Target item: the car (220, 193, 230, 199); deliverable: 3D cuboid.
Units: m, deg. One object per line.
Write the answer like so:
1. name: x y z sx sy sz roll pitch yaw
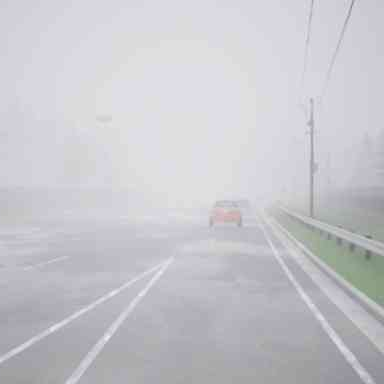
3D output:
1. car: 9.348 1.076 93.139 1.882 1.535 5.008 0 0 15

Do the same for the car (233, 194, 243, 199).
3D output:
1. car: 12.720 1.153 92.204 2.033 1.411 5.357 0 0 15

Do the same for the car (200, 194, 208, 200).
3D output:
1. car: 3.293 1.312 84.402 1.994 1.385 4.181 0 0 15

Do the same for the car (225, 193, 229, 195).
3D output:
1. car: 10.048 1.344 82.564 1.994 1.385 4.181 0 0 15

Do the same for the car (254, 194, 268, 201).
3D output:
1. car: 16.794 1.346 80.695 1.812 1.442 4.674 0 0 15

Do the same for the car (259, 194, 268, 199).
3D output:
1. car: 19.466 1.197 90.335 1.994 1.385 4.181 0 0 15

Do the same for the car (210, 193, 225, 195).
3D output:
1. car: 6.564 1.276 83.098 1.837 1.490 4.892 0 0 15

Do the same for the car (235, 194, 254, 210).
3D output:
1. car: 6.389 1.378 42.461 1.882 1.535 5.008 0 0 14

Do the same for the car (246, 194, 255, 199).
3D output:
1. car: 16.101 1.224 91.298 1.895 1.301 4.718 0 0 15

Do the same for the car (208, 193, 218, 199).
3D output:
1. car: 5.975 1.135 94.073 1.994 1.385 4.181 0 0 15

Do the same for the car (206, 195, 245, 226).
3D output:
1. car: 2.418 1.294 23.146 2.097 1.767 4.553 0 0 8
